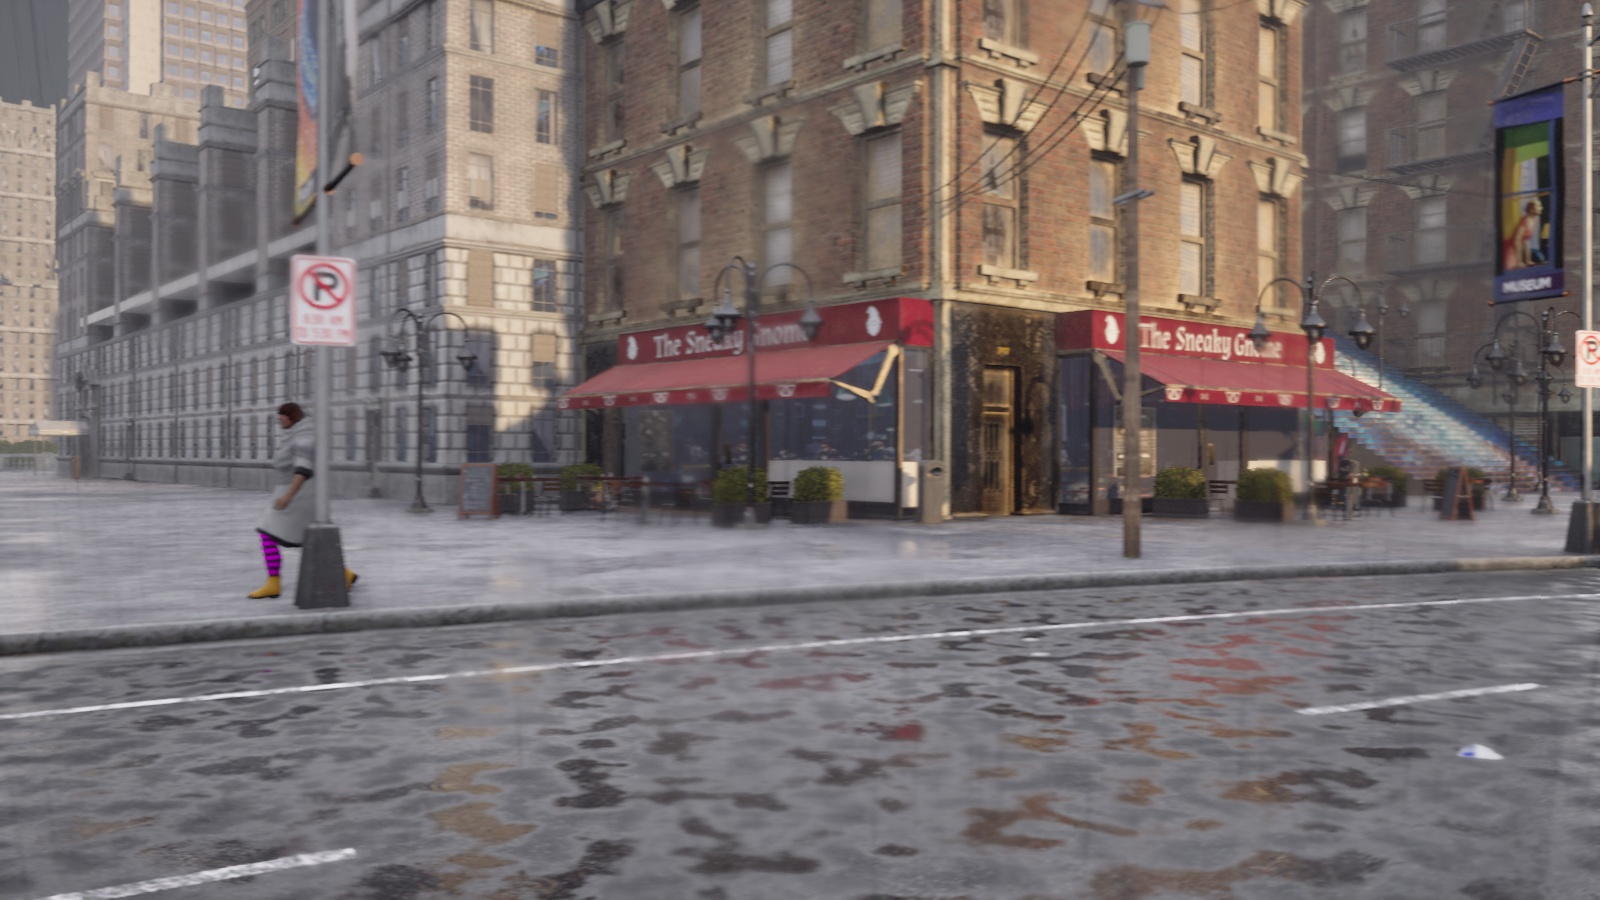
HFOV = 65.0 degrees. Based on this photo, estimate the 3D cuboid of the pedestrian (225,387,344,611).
[{"bbox_3d":[-4.709,0.430,11.470,0.873,1.952,0.659,0,0,-37],"label":"pedestrian"}]
